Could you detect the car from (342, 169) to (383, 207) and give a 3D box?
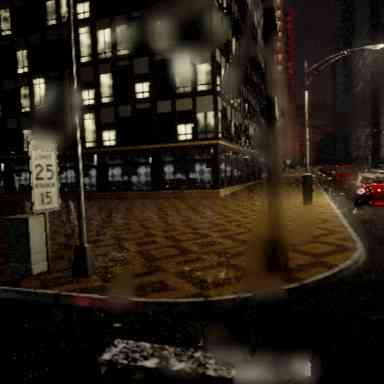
[{"bbox_3d":[8.880,-0.174,16.467,1.967,1.590,4.097,0,5,19],"label":"car"}]

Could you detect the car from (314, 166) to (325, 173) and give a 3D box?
[{"bbox_3d":[26.542,-4.617,69.160,2.008,1.369,4.403,0,5,19],"label":"car"}]

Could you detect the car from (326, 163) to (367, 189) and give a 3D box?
[{"bbox_3d":[12.408,-1.210,26.994,2.192,1.841,5.009,0,5,19],"label":"car"}]

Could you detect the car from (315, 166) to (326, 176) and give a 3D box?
[{"bbox_3d":[21.244,-3.257,53.354,1.887,1.381,4.507,0,5,19],"label":"car"}]

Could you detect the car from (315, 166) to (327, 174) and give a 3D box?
[{"bbox_3d":[24.776,-4.168,63.891,1.887,1.381,4.507,0,5,19],"label":"car"}]

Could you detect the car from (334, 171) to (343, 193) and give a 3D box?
[{"bbox_3d":[10.650,-0.488,21.746,1.802,1.307,4.206,0,5,19],"label":"car"}]

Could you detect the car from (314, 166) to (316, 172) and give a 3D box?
[{"bbox_3d":[23.010,-3.707,58.623,2.008,1.369,4.403,0,5,19],"label":"car"}]

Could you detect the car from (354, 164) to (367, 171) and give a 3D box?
[{"bbox_3d":[36.273,-5.263,71.828,1.887,1.381,4.507,0,5,19],"label":"car"}]

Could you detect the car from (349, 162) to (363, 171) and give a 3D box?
[{"bbox_3d":[38.033,-5.947,77.082,2.192,1.841,5.009,0,5,19],"label":"car"}]

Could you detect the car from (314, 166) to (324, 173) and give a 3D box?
[{"bbox_3d":[28.308,-5.056,74.430,1.947,1.339,4.313,0,5,19],"label":"car"}]

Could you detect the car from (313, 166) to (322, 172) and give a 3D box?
[{"bbox_3d":[30.074,-5.532,79.697,1.887,1.381,4.507,0,5,19],"label":"car"}]
